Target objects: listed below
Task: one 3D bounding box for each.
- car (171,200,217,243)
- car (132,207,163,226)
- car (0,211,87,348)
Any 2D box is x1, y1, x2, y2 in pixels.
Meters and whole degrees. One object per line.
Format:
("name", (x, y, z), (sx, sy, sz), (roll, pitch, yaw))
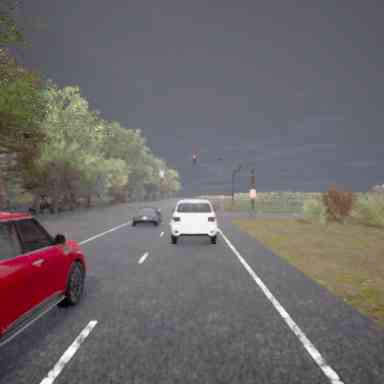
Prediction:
("car", (0.099, 1.414, 17.423), (2.150, 2.045, 5.566), (0, -1, 0))
("car", (-3.401, 1.851, 25.949), (1.994, 1.385, 4.181), (0, -1, 0))
("car", (-3.401, 1.280, 5.017), (2.150, 2.045, 5.566), (0, 0, 0))
